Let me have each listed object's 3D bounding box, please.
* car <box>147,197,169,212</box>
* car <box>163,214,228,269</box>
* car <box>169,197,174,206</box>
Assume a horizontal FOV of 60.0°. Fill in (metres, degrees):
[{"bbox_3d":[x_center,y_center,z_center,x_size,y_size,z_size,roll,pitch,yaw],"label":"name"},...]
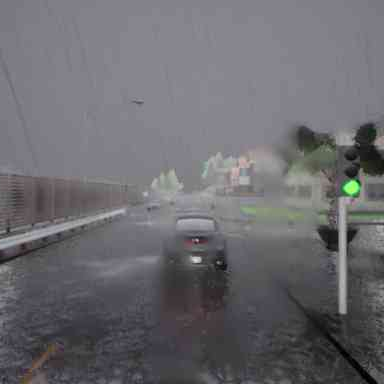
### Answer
[{"bbox_3d":[-4.095,1.566,38.942,1.994,1.385,4.181,0,0,0],"label":"car"},{"bbox_3d":[0.095,1.507,11.101,1.837,1.490,4.892,0,0,0],"label":"car"},{"bbox_3d":[-4.056,1.532,56.524,1.812,1.442,4.674,0,0,0],"label":"car"}]
